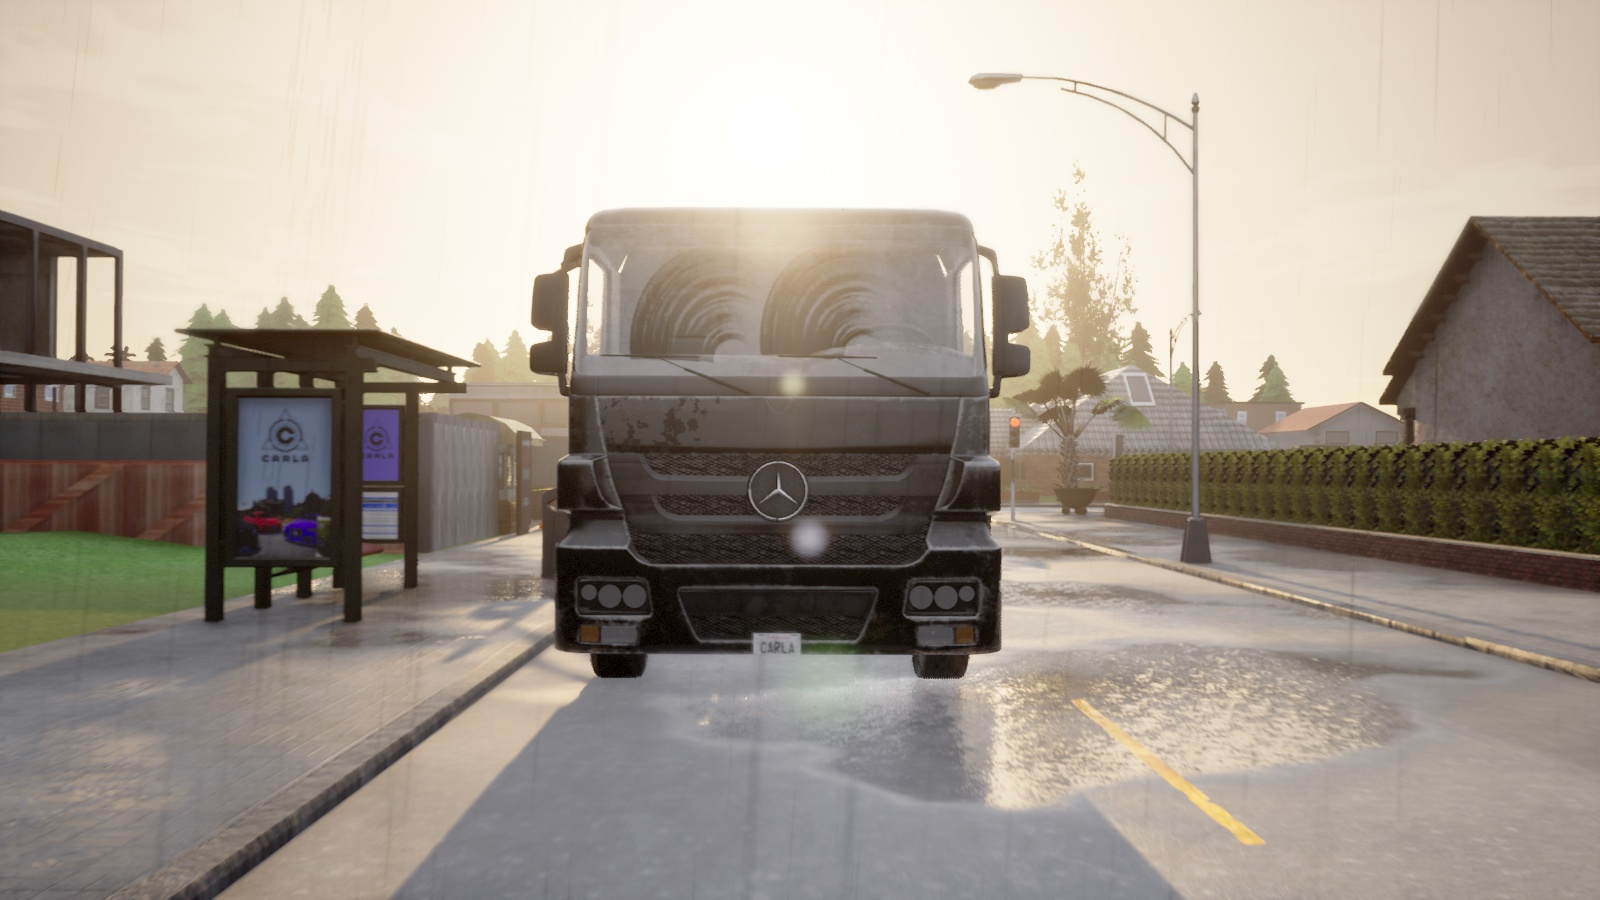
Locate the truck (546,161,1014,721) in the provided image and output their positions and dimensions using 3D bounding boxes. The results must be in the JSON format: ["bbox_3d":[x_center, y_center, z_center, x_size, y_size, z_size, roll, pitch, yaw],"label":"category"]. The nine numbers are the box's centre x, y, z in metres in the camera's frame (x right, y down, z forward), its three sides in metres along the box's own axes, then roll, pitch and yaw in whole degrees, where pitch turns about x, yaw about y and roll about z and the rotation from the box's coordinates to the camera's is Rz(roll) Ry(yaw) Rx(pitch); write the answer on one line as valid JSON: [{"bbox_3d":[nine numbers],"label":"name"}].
[{"bbox_3d":[-0.146,0.007,11.759,2.891,3.462,7.936,0,-1,0],"label":"truck"}]
